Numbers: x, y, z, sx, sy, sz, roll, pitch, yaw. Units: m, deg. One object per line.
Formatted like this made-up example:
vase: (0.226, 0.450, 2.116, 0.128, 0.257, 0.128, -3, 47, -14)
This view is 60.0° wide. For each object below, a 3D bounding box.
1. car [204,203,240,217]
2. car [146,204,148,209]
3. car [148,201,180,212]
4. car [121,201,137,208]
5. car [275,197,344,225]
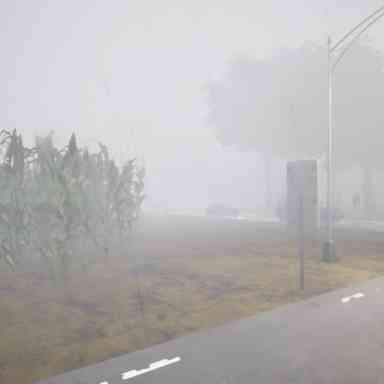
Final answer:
car: (3.142, 1.886, 35.608, 1.994, 1.385, 4.181, -1, 0, -35)
car: (-5.502, 2.110, 52.859, 1.895, 1.301, 4.718, -1, 0, -35)
car: (-3.657, 2.058, 45.262, 1.895, 1.301, 4.718, -1, 0, -35)
car: (-11.468, 2.163, 61.267, 1.812, 1.442, 4.674, -1, 0, -35)
car: (9.305, 1.427, 26.897, 2.150, 2.045, 5.566, -1, 0, -36)
